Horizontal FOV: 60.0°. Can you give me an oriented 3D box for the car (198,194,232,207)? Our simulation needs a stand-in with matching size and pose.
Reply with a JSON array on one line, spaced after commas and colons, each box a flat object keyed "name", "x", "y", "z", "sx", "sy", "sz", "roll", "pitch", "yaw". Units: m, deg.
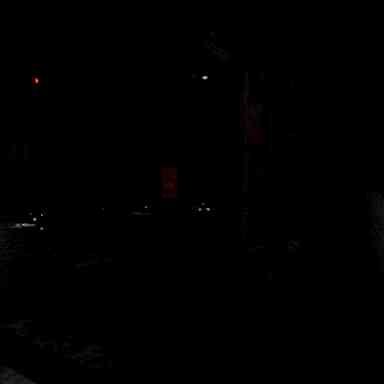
[{"name": "car", "x": 2.881, "y": 0.998, "z": 40.592, "sx": 2.033, "sy": 1.411, "sz": 5.357, "roll": 0, "pitch": 1, "yaw": 36}]

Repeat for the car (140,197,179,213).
[{"name": "car", "x": -3.063, "y": 1.192, "z": 32.077, "sx": 1.994, "sy": 1.385, "sz": 4.181, "roll": 0, "pitch": 1, "yaw": 35}]

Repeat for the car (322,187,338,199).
[{"name": "car", "x": 25.181, "y": 0.175, "z": 60.894, "sx": 2.150, "sy": 2.045, "sz": 5.566, "roll": 0, "pitch": 1, "yaw": 35}]

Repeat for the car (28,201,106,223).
[{"name": "car", "x": -8.769, "y": 1.351, "z": 23.908, "sx": 2.033, "sy": 1.411, "sz": 5.357, "roll": 0, "pitch": 1, "yaw": 35}]

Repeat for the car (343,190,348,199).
[{"name": "car", "x": 28.433, "y": 0.431, "z": 59.865, "sx": 1.837, "sy": 1.490, "sz": 4.892, "roll": 0, "pitch": 1, "yaw": 34}]

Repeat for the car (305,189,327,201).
[{"name": "car", "x": 19.391, "y": 0.678, "z": 52.576, "sx": 1.994, "sy": 1.385, "sz": 4.181, "roll": 0, "pitch": 1, "yaw": 35}]
